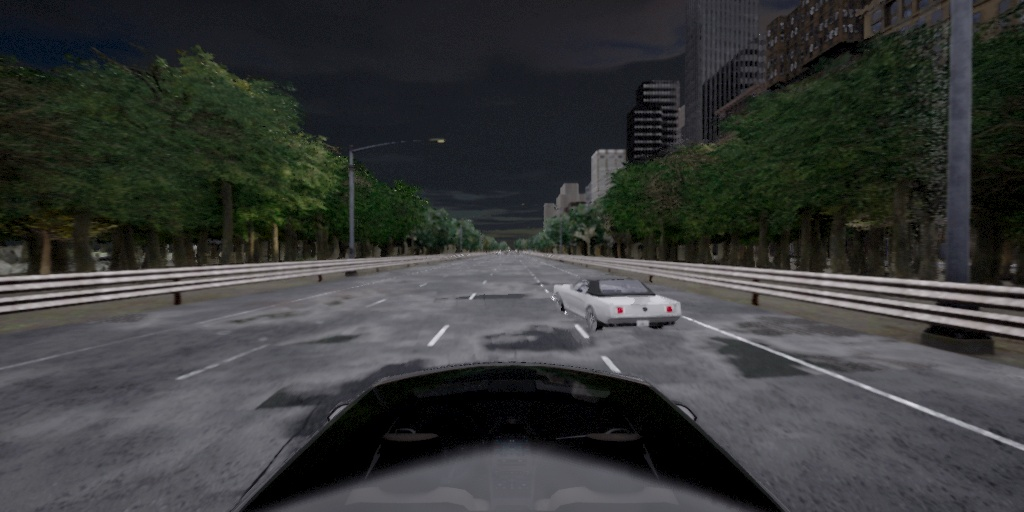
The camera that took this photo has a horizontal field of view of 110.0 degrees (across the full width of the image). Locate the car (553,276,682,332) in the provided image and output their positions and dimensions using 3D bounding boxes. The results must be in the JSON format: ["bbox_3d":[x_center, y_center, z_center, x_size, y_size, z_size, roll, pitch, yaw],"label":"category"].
[{"bbox_3d":[2.642,1.226,10.394,1.895,1.301,4.718,0,1,-9],"label":"car"}]
